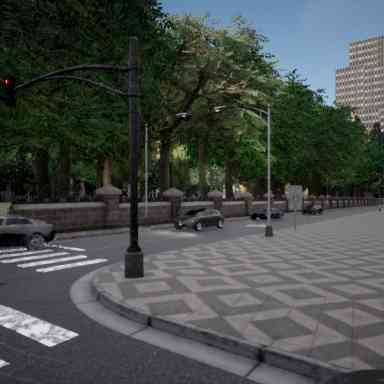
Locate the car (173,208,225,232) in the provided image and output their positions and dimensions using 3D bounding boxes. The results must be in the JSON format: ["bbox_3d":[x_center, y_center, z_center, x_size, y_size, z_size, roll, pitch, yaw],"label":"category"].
[{"bbox_3d":[0.610,1.942,24.027,1.837,1.490,4.892,0,-1,35],"label":"car"}]

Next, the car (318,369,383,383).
[{"bbox_3d":[2.518,1.551,1.167,4.403,1.369,2.008,0,0,36],"label":"car"}]

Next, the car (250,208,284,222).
[{"bbox_3d":[7.687,2.294,34.048,1.895,1.301,4.718,0,-1,35],"label":"car"}]

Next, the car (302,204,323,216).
[{"bbox_3d":[17.253,2.523,47.448,1.882,1.535,5.008,0,-2,35],"label":"car"}]

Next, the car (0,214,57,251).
[{"bbox_3d":[-8.021,1.646,13.339,4.902,1.511,2.128,2,-1,-43],"label":"car"}]
